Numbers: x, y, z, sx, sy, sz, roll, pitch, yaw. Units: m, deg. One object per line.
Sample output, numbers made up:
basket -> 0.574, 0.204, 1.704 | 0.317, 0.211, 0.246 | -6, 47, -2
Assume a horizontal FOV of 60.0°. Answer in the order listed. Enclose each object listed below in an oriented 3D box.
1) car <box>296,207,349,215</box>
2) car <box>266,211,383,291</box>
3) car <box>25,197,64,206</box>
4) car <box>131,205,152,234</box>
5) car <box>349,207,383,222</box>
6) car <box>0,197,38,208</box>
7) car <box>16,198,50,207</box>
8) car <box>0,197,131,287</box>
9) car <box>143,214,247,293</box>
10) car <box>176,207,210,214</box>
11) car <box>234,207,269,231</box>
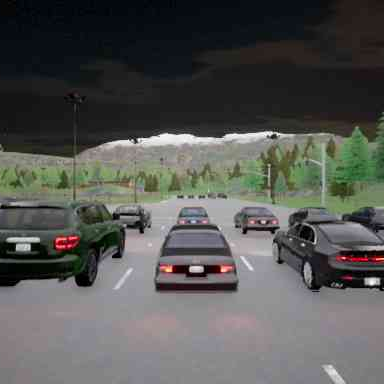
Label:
car -> 7.053, 1.562, 19.424 | 1.994, 1.385, 4.181 | 0, 0, 0
car -> 3.563, 1.505, 8.991 | 1.837, 1.490, 4.892 | 0, 0, 0
car -> -23.681, 1.543, 53.486 | 5.357, 1.411, 2.033 | 0, 0, 0
car -> -3.446, 1.490, 19.199 | 2.128, 1.511, 4.902 | 0, 0, 0
car -> 10.555, 1.546, 19.168 | 2.033, 1.411, 5.357 | 0, 0, 0
car -> -24.451, 1.500, 46.476 | 4.892, 1.490, 1.837 | 0, 0, 0
car -> -23.792, 1.560, 49.984 | 4.181, 1.385, 1.994 | 0, 0, 0
car -> -3.424, 1.221, 9.452 | 2.150, 2.045, 5.566 | 0, 0, 0
car -> 0.080, 1.547, 8.962 | 2.033, 1.411, 5.357 | 0, 0, 0
car -> 0.059, 1.546, 19.028 | 2.033, 1.411, 5.357 | 0, 0, 0
car -> 3.553, 1.546, 19.009 | 2.033, 1.411, 5.357 | 0, 0, 0
